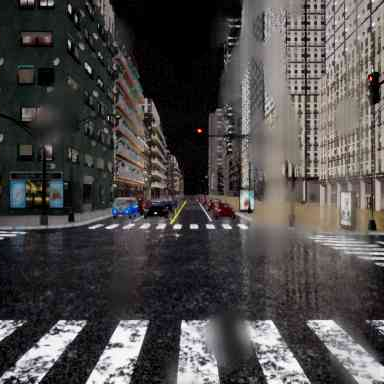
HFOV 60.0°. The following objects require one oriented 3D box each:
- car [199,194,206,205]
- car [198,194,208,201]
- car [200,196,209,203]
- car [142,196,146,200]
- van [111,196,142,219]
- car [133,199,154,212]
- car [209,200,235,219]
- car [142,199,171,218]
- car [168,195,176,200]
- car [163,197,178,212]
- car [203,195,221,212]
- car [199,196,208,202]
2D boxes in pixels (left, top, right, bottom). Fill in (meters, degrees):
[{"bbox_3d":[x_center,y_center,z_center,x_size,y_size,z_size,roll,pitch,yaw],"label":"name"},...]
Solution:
[{"bbox_3d":[2.711,1.470,56.071,1.967,1.590,4.097,0,0,0],"label":"car"},{"bbox_3d":[2.718,1.377,83.710,2.192,1.841,5.009,0,0,0],"label":"car"},{"bbox_3d":[2.714,1.593,72.654,1.887,1.381,4.507,0,0,0],"label":"car"},{"bbox_3d":[-5.674,1.329,33.964,2.192,1.841,5.009,0,0,0],"label":"car"},{"bbox_3d":[-5.675,1.352,28.436,1.690,1.788,3.998,0,0,0],"label":"van"},{"bbox_3d":[-5.674,1.562,39.492,1.887,1.381,4.507,0,0,0],"label":"car"},{"bbox_3d":[2.704,1.593,28.433,1.802,1.307,4.206,0,0,0],"label":"car"},{"bbox_3d":[-3.112,1.575,29.622,1.994,1.385,4.181,0,0,-2],"label":"car"},{"bbox_3d":[-5.662,1.644,94.767,1.947,1.339,4.313,0,0,0],"label":"car"},{"bbox_3d":[-3.091,1.618,39.739,1.895,1.301,4.718,0,0,0],"label":"car"},{"bbox_3d":[2.708,1.457,39.489,1.967,1.590,4.097,0,0,0],"label":"car"},{"bbox_3d":[2.715,1.637,78.182,1.802,1.307,4.206,0,0,0],"label":"car"}]
